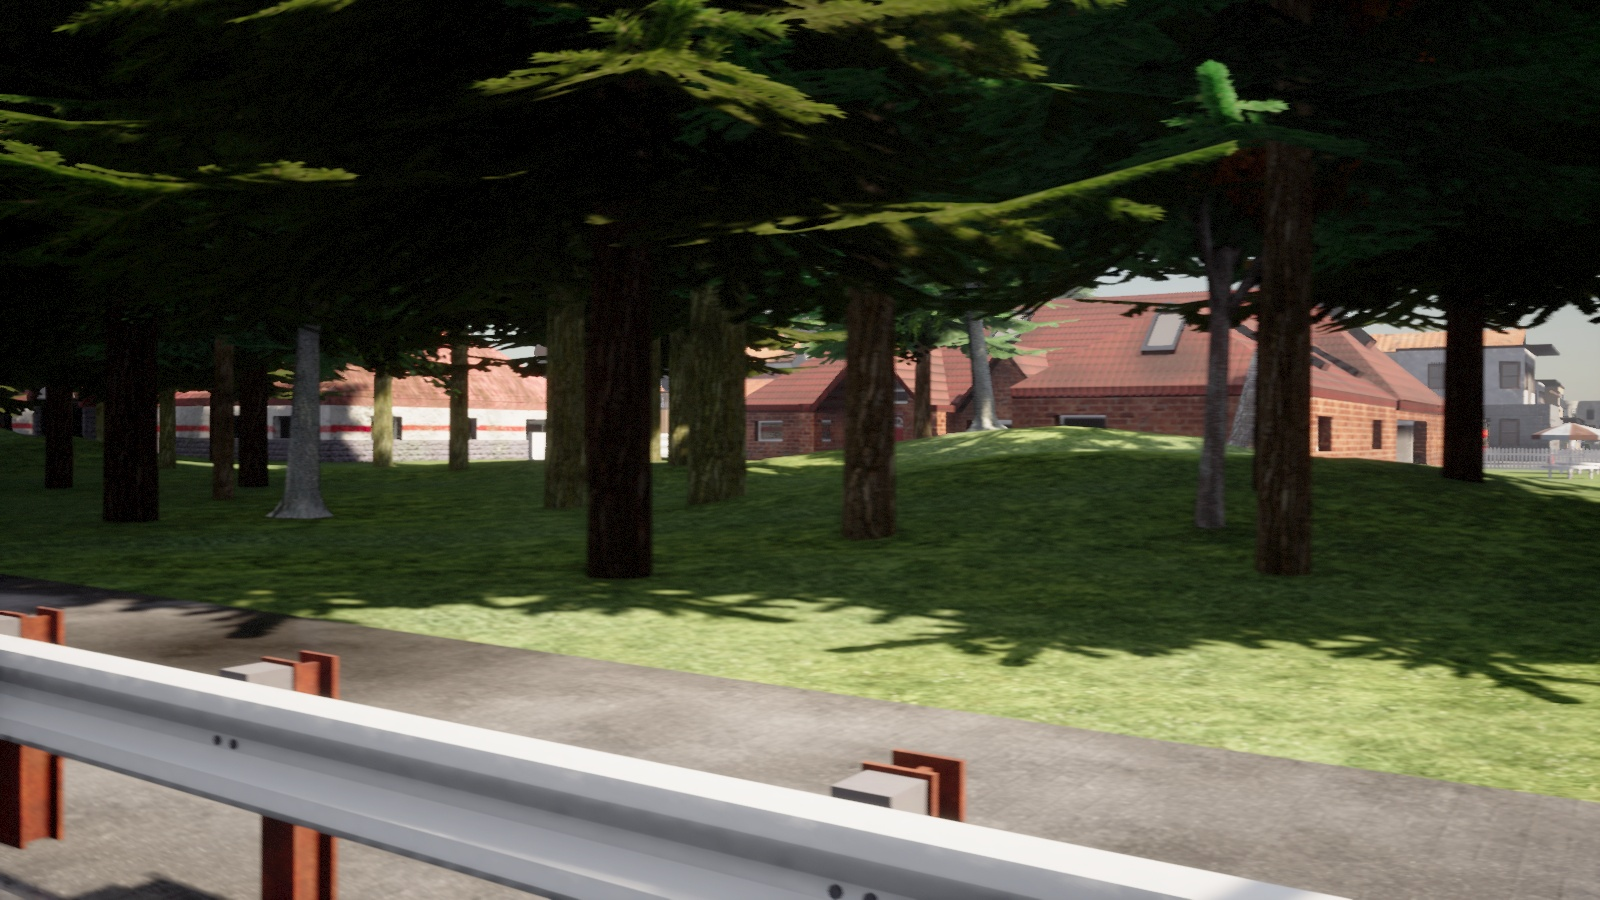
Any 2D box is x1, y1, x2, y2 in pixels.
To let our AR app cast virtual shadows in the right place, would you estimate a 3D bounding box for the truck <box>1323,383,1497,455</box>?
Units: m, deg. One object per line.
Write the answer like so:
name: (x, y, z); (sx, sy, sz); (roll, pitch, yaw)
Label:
truck: (34.180, -1.689, 70.572); (8.468, 3.827, 2.891); (0, 1, 34)
